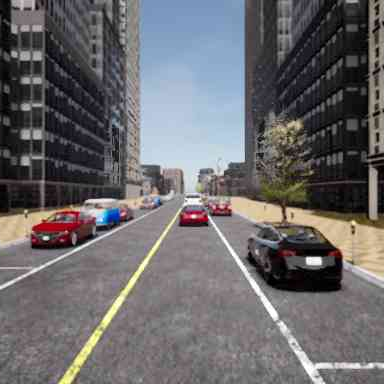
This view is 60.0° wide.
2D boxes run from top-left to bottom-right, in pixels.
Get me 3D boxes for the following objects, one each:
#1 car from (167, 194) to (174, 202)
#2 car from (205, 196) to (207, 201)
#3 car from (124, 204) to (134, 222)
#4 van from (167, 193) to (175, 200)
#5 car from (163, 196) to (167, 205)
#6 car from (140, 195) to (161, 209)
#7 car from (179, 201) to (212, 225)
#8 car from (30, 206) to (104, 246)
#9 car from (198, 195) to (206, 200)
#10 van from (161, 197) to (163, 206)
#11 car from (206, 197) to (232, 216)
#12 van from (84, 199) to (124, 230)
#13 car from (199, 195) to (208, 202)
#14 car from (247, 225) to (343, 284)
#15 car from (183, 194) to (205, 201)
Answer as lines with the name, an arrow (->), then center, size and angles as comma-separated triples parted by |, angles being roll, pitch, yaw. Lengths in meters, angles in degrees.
car -> -5.614, 1.498, 77.610 | 1.752, 1.417, 4.829 | 0, 0, 0
car -> 2.734, 1.574, 43.605 | 1.802, 1.307, 4.206 | 0, 0, 0
car -> -5.662, 1.580, 26.552 | 1.802, 1.307, 4.206 | 0, 0, 0
van -> -5.602, 1.305, 89.165 | 1.690, 1.788, 3.998 | 0, 0, 0
car -> -5.635, 1.552, 55.013 | 1.947, 1.339, 4.313 | 0, 0, 0
car -> -5.645, 1.431, 43.627 | 1.967, 1.590, 4.097 | 0, 0, 0
car -> 0.123, 1.563, 23.864 | 1.994, 1.385, 4.181 | 0, 0, 0
car -> -5.673, 1.544, 15.167 | 1.887, 1.381, 4.507 | 0, 0, 0
car -> 2.782, 1.511, 94.832 | 2.008, 1.369, 4.403 | 0, 0, 0
van -> -5.639, 1.330, 49.320 | 1.690, 1.788, 3.998 | 0, 0, 0
car -> 2.725, 1.436, 32.221 | 1.967, 1.590, 4.097 | 0, 0, 0
van -> -5.666, 1.340, 20.859 | 1.690, 1.788, 3.998 | 0, 0, 0
car -> 2.767, 1.413, 77.757 | 1.967, 1.590, 4.097 | 0, 0, 0
car -> 2.703, 1.566, 9.454 | 1.947, 1.339, 4.313 | 0, 0, 0
car -> 0.139, 1.215, 40.677 | 2.150, 2.045, 5.566 | 0, 0, 0
